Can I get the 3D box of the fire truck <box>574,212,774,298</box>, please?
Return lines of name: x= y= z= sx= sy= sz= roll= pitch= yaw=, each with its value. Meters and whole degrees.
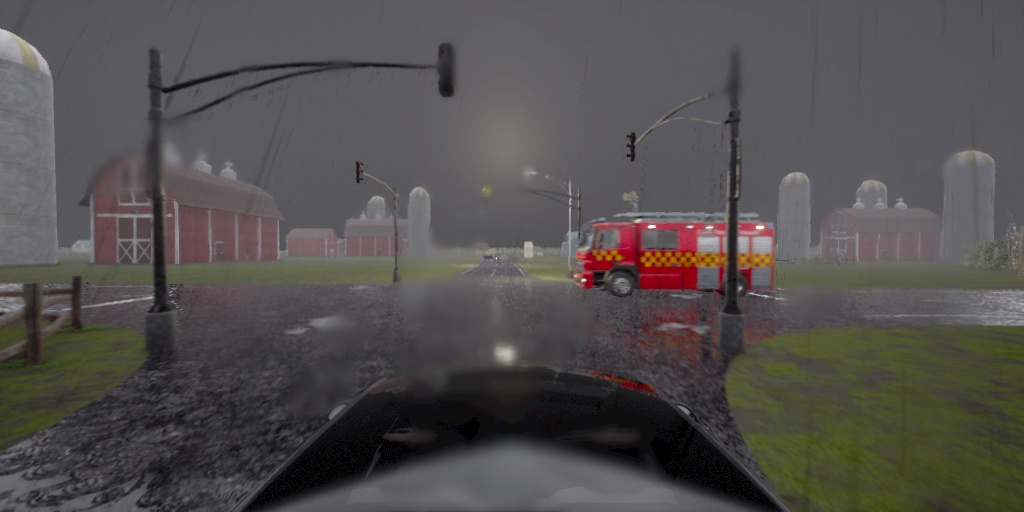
fire truck: x=7.419 y=-0.064 z=17.133 sx=8.468 sy=3.827 sz=2.891 roll=0 pitch=1 yaw=0
